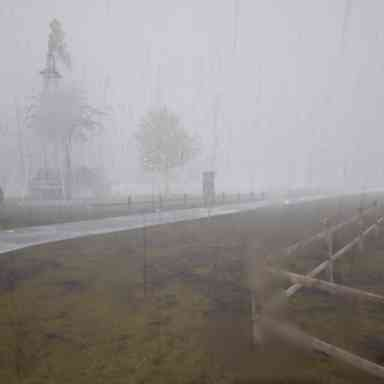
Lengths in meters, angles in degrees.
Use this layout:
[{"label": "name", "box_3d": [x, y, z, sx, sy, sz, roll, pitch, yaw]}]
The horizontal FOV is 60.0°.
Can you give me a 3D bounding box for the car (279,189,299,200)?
[{"label": "car", "box_3d": [14.451, 0.303, 49.567, 2.128, 1.511, 4.902, -1, 1, 35]}]
